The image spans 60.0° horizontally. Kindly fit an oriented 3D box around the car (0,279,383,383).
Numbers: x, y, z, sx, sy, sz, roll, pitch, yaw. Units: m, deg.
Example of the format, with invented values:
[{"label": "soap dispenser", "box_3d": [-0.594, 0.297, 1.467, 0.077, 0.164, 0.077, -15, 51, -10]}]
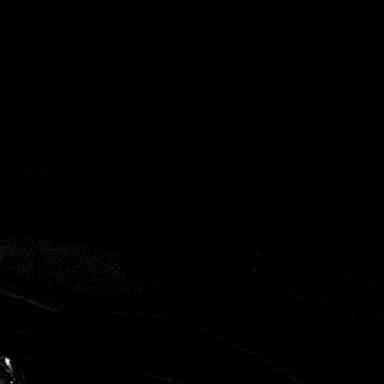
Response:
[{"label": "car", "box_3d": [-0.167, 1.570, 3.196, 4.313, 1.339, 1.947, 0, 0, 36]}]
